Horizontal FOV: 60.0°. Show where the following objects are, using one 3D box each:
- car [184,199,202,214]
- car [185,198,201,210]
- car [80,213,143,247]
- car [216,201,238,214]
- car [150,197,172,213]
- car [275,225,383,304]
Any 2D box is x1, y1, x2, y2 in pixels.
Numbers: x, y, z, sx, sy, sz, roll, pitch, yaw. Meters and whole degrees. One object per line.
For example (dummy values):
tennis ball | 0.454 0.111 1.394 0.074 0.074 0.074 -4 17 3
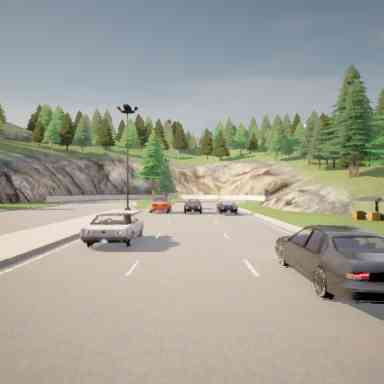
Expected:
car | 0.099 1.601 35.583 1.895 1.301 4.718 0 0 0
car | 0.183 1.564 44.369 1.994 1.385 4.181 0 0 2
car | -3.400 1.601 15.061 1.895 1.301 4.718 0 0 0
car | 3.600 1.601 34.838 1.895 1.301 4.718 0 0 0
car | -3.398 1.352 37.233 2.097 1.767 4.553 0 0 0
car | 3.600 1.547 8.387 2.033 1.411 5.357 0 0 0
